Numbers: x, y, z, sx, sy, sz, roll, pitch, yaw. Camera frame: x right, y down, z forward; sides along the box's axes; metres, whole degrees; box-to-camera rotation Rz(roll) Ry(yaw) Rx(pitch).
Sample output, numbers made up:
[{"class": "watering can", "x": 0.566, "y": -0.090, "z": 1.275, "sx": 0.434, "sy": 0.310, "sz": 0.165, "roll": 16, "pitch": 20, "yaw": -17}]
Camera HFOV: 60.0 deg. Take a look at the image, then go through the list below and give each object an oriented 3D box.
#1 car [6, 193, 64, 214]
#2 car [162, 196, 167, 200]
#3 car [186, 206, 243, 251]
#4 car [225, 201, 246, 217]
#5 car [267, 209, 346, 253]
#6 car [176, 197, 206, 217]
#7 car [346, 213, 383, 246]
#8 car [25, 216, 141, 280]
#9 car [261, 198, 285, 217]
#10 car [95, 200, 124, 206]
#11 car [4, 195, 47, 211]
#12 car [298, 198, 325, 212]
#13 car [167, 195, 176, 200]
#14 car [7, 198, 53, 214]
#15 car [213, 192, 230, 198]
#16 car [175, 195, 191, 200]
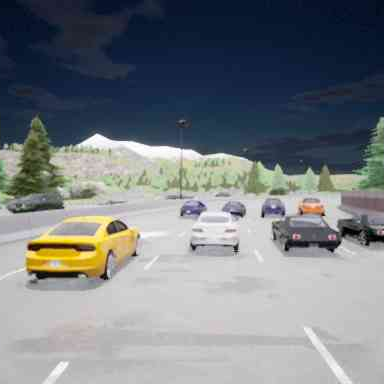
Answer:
[{"class": "car", "x": -14.195, "y": 1.149, "z": 30.879, "sx": 2.150, "sy": 2.045, "sz": 5.566, "roll": 0, "pitch": 0, "yaw": 12}, {"class": "car", "x": -4.957, "y": 1.379, "z": 76.259, "sx": 1.837, "sy": 1.490, "sz": 4.892, "roll": 0, "pitch": 0, "yaw": 27}, {"class": "car", "x": 0.995, "y": 1.510, "z": 13.909, "sx": 1.812, "sy": 1.442, "sz": 4.674, "roll": 0, "pitch": 0, "yaw": 6}, {"class": "car", "x": 3.964, "y": 1.534, "z": 30.958, "sx": 1.994, "sy": 1.385, "sz": 4.181, "roll": 0, "pitch": 0, "yaw": 13}, {"class": "car", "x": 4.474, "y": 1.594, "z": 13.785, "sx": 1.895, "sy": 1.301, "sz": 4.718, "roll": 0, "pitch": 0, "yaw": 6}, {"class": "car", "x": 0.193, "y": 1.488, "z": 30.254, "sx": 1.812, "sy": 1.442, "sz": 4.674, "roll": 0, "pitch": 0, "yaw": 13}, {"class": "car", "x": 8.149, "y": 1.602, "z": 15.041, "sx": 1.895, "sy": 1.301, "sz": 4.718, "roll": 0, "pitch": 0, "yaw": 7}, {"class": "car", "x": -2.890, "y": 1.458, "z": 9.931, "sx": 1.882, "sy": 1.535, "sz": 5.008, "roll": 0, "pitch": 0, "yaw": 4}, {"class": "car", "x": 7.595, "y": 1.331, "z": 31.116, "sx": 2.097, "sy": 1.767, "sz": 4.553, "roll": 0, "pitch": 0, "yaw": 13}, {"class": "car", "x": -9.019, "y": 1.530, "z": 37.627, "sx": 1.895, "sy": 1.301, "sz": 4.718, "roll": 0, "pitch": 0, "yaw": 15}, {"class": "car", "x": -19.432, "y": 1.253, "z": 39.104, "sx": 2.097, "sy": 1.767, "sz": 4.553, "roll": 0, "pitch": 0, "yaw": 14}, {"class": "car", "x": 11.490, "y": 1.339, "z": 32.208, "sx": 2.097, "sy": 1.767, "sz": 4.553, "roll": 0, "pitch": 0, "yaw": 14}, {"class": "car", "x": -2.789, "y": 1.355, "z": 72.892, "sx": 1.882, "sy": 1.535, "sz": 5.008, "roll": 0, "pitch": 0, "yaw": 27}, {"class": "car", "x": -16.862, "y": 1.439, "z": 34.952, "sx": 1.812, "sy": 1.442, "sz": 4.674, "roll": 0, "pitch": 0, "yaw": 13}, {"class": "car", "x": 6.889, "y": 0.961, "z": 75.916, "sx": 2.150, "sy": 2.045, "sz": 5.566, "roll": 0, "pitch": 0, "yaw": 29}, {"class": "car", "x": -1.054, "y": 1.459, "z": 68.590, "sx": 1.994, "sy": 1.385, "sz": 4.181, "roll": 0, "pitch": 0, "yaw": 25}]
